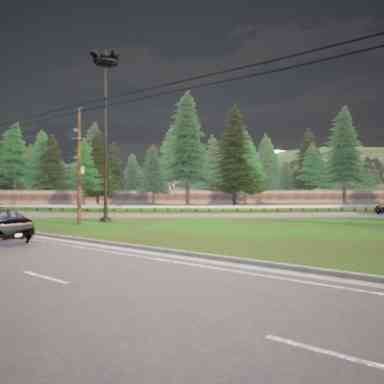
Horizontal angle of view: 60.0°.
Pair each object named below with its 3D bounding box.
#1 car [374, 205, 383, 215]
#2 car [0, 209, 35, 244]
[{"bbox_3d":[20.073,1.479,31.974,5.008,1.535,1.882,0,0,-10],"label":"car"},{"bbox_3d":[-8.840,1.499,14.590,4.902,1.511,2.128,0,0,36],"label":"car"}]
